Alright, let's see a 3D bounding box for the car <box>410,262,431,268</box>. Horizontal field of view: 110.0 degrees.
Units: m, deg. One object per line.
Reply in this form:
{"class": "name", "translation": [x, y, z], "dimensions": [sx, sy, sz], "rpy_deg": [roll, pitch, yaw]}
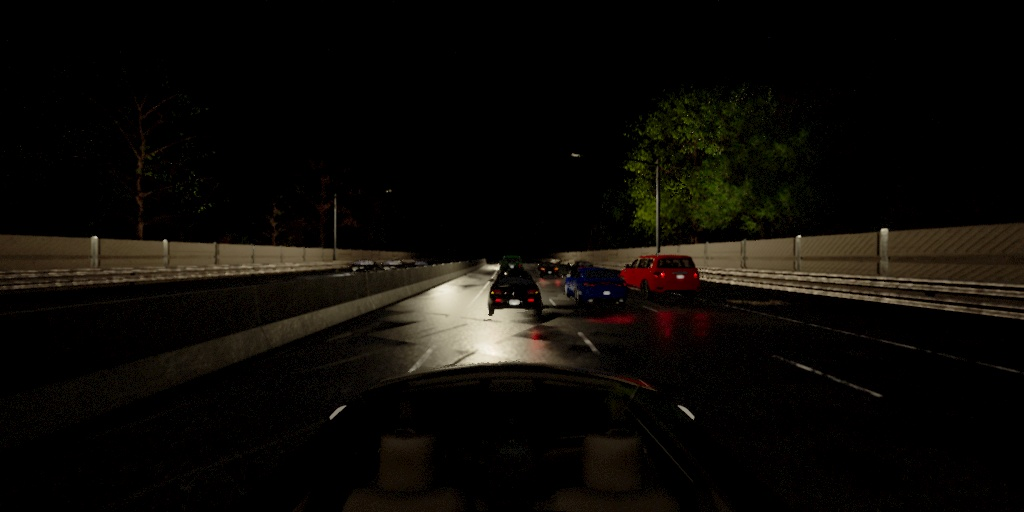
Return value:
{"class": "car", "translation": [-10.864, 1.385, 42.863], "dimensions": [1.994, 1.385, 4.181], "rpy_deg": [0, 0, -1]}

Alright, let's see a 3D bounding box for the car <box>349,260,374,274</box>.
{"class": "car", "translation": [-17.856, 1.287, 43.084], "dimensions": [2.128, 1.511, 4.902], "rpy_deg": [1, 1, -1]}

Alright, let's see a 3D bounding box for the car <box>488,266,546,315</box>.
{"class": "car", "translation": [0.090, 1.298, 13.644], "dimensions": [1.812, 1.442, 4.674], "rpy_deg": [0, 0, 0]}

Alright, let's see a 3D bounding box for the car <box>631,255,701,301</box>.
{"class": "car", "translation": [7.094, 1.000, 17.796], "dimensions": [2.150, 2.045, 5.566], "rpy_deg": [0, -1, 0]}

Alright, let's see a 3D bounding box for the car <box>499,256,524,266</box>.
{"class": "car", "translation": [-0.035, 1.031, 33.571], "dimensions": [2.150, 2.045, 5.566], "rpy_deg": [0, 0, -1]}

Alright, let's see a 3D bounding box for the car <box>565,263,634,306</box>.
{"class": "car", "translation": [3.592, 1.255, 16.054], "dimensions": [1.882, 1.535, 5.008], "rpy_deg": [0, 0, 0]}

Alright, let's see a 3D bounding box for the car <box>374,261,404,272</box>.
{"class": "car", "translation": [-14.369, 1.311, 43.129], "dimensions": [2.128, 1.511, 4.902], "rpy_deg": [0, 0, -1]}

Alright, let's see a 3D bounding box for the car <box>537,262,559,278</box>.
{"class": "car", "translation": [3.452, 1.340, 35.220], "dimensions": [1.812, 1.442, 4.674], "rpy_deg": [0, 0, -1]}
